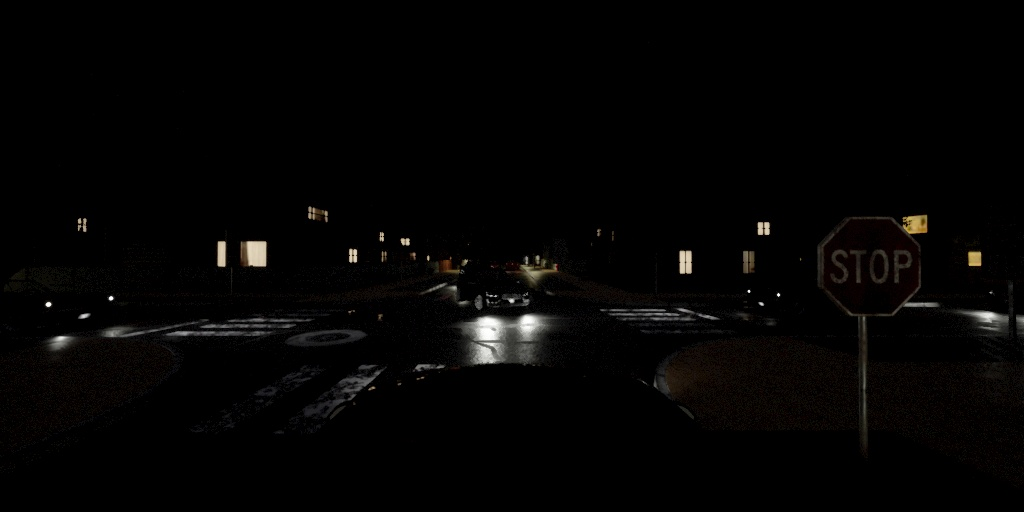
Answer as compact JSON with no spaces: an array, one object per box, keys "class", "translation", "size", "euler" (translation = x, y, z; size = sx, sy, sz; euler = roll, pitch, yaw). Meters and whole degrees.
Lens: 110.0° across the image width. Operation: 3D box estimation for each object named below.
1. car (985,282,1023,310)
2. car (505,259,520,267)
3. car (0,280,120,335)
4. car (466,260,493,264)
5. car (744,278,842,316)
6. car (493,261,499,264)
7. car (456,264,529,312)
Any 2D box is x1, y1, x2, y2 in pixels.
[{"class":"car","translation":[20.878,1.414,13.457],"size":[4.674,1.442,1.812],"euler":[0,-1,-2]},{"class":"car","translation":[0.075,1.262,54.817],"size":[2.097,1.767,4.553],"euler":[0,0,1]},{"class":"car","translation":[-13.627,1.279,9.490],"size":[4.718,1.301,1.895],"euler":[0,-1,-3]},{"class":"car","translation":[-2.838,1.144,27.717],"size":[2.097,1.767,4.553],"euler":[0,0,0]},{"class":"car","translation":[11.273,1.440,13.149],"size":[4.718,1.301,1.895],"euler":[0,-1,-3]},{"class":"car","translation":[-2.828,1.180,38.708],"size":[2.097,1.767,4.553],"euler":[0,0,0]},{"class":"car","translation":[-0.964,1.283,14.767],"size":[1.837,1.490,4.892],"euler":[0,1,-23]}]
